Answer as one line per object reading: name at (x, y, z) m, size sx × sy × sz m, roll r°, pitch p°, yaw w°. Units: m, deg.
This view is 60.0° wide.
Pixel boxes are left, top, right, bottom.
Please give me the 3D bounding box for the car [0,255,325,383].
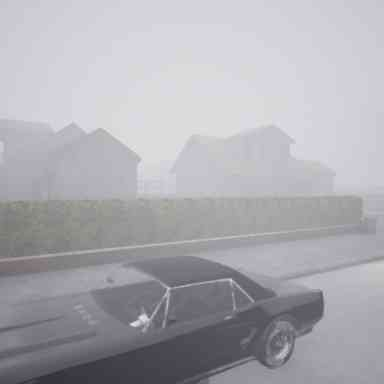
car at (-0.513, 1.601, 4.225) m, size 4.718 × 1.301 × 1.895 m, roll 0°, pitch 0°, yaw -34°
